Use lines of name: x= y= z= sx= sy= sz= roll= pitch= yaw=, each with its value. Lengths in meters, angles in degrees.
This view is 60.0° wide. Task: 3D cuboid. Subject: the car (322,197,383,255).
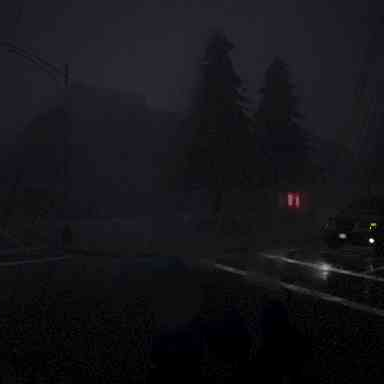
car: x=7.698 y=1.248 z=13.745 sx=5.566 sy=2.045 sz=2.150 roll=0 pitch=0 yaw=-37
